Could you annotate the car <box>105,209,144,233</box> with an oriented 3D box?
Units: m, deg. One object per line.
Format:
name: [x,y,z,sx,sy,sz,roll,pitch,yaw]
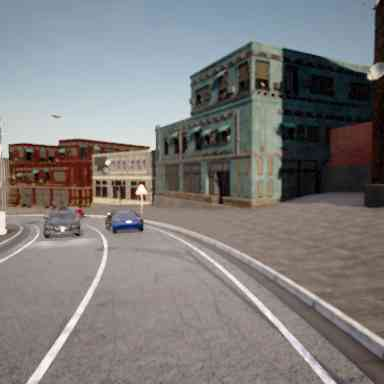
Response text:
car: [-4.481,1.780,21.643,1.994,1.385,4.181,-2,-1,-21]

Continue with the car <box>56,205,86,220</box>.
car: [-13.704,2.302,37.528,1.812,1.442,4.674,-3,0,-38]

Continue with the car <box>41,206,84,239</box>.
car: [-7.562,1.794,19.484,1.837,1.490,4.892,-1,-1,-21]
